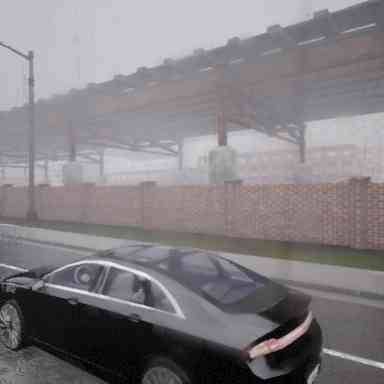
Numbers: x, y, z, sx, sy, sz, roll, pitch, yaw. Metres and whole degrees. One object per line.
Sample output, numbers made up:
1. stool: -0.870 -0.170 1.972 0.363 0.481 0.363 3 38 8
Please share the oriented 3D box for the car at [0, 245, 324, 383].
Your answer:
1. car: -0.835 1.494 4.537 4.902 1.511 2.128 0 0 36
